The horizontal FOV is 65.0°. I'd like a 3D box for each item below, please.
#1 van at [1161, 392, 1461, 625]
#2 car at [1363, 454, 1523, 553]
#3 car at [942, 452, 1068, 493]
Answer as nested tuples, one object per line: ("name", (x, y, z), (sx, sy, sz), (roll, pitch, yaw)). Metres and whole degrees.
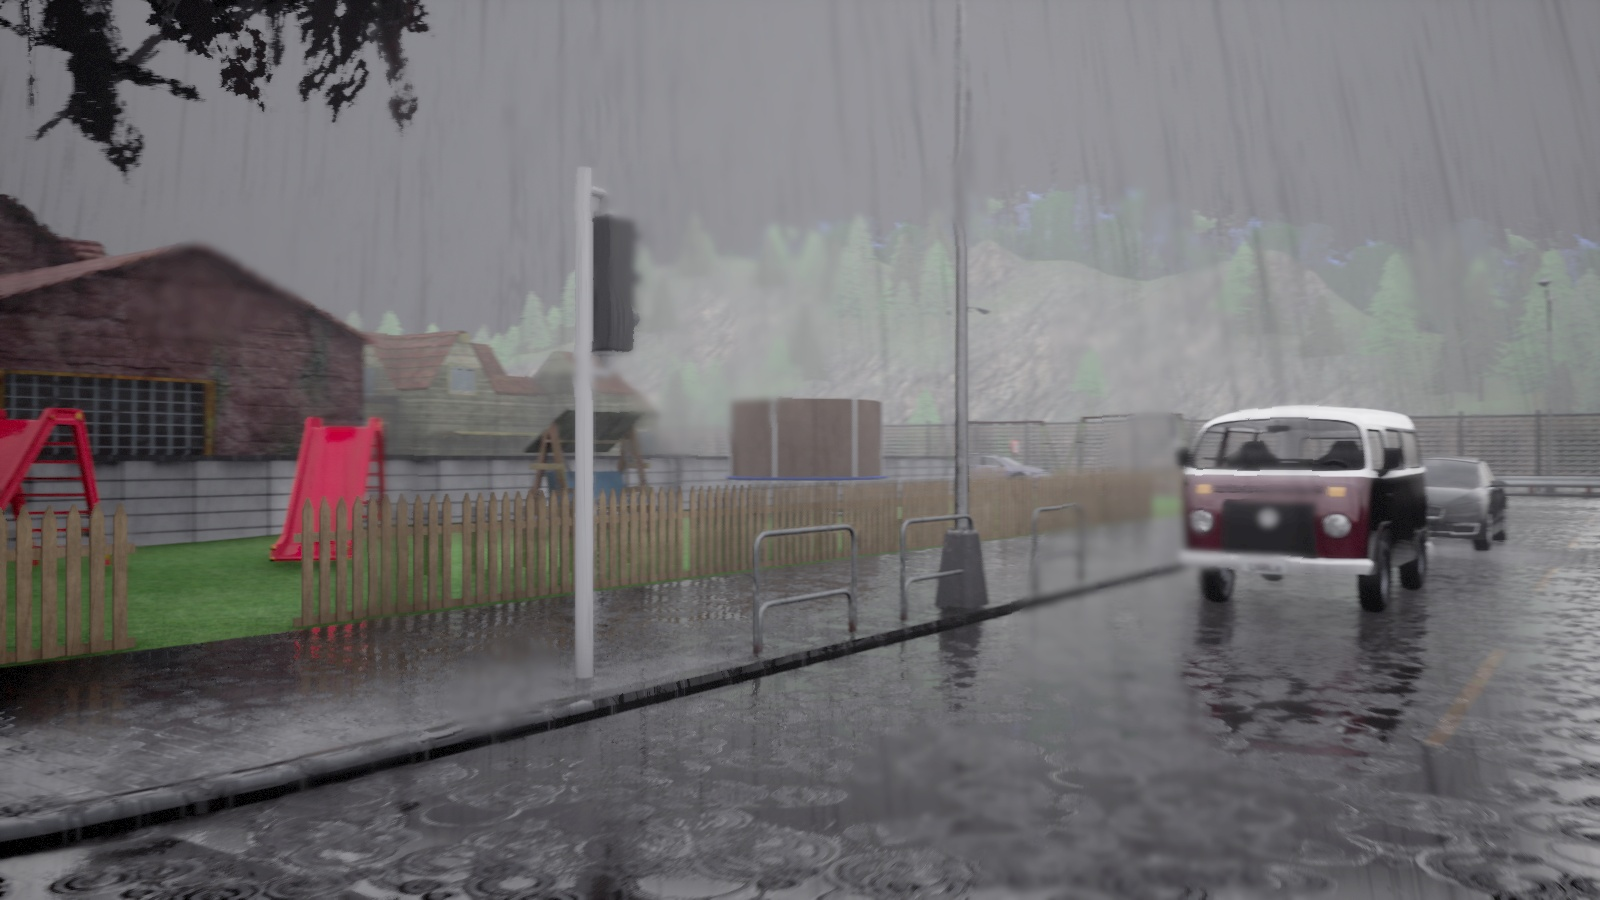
("van", (5.611, 0.520, 13.407), (2.069, 2.038, 4.480), (0, 0, 34))
("car", (11.102, 0.822, 21.484), (1.837, 1.490, 4.892), (0, 0, 34))
("car", (8.628, 0.937, 52.982), (4.856, 1.649, 2.033), (0, 0, 34))
